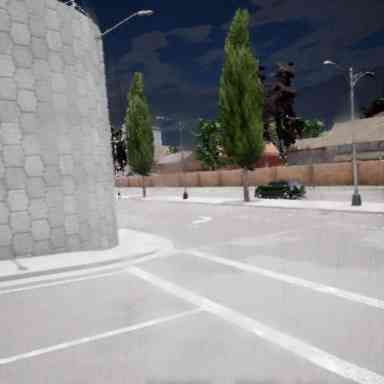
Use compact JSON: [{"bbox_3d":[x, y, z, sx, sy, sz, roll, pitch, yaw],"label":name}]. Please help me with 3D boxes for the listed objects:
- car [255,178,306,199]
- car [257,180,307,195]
[{"bbox_3d":[7.728,-0.354,29.679,2.097,1.767,4.553,-7,4,-37],"label":"car"},{"bbox_3d":[9.052,-0.458,33.769,1.895,1.301,4.718,-7,4,-37],"label":"car"}]
